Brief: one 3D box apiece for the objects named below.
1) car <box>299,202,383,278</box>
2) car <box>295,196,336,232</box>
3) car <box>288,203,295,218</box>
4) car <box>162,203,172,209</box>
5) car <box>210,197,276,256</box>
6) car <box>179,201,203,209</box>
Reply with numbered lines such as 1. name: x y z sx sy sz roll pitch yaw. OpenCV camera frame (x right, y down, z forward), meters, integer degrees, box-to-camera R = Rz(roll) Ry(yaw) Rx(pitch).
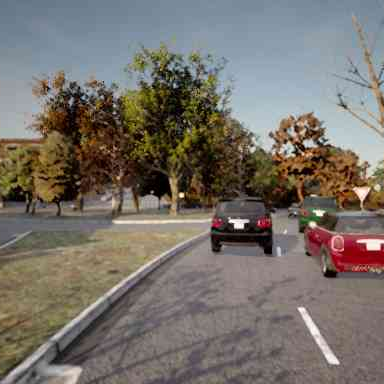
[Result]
1. car: 4.722 1.330 10.044 2.097 1.767 4.553 0 0 10
2. car: 7.470 1.279 19.589 2.150 2.045 5.566 0 -1 20
3. car: 10.926 1.833 33.492 2.128 1.511 4.902 -1 -1 27
4. car: -3.186 2.608 65.461 5.357 1.411 2.033 0 -1 7
5. car: 2.135 1.222 13.396 2.150 2.045 5.566 0 -1 13
6. car: 0.217 2.475 61.446 4.892 1.490 1.837 -1 -2 30
